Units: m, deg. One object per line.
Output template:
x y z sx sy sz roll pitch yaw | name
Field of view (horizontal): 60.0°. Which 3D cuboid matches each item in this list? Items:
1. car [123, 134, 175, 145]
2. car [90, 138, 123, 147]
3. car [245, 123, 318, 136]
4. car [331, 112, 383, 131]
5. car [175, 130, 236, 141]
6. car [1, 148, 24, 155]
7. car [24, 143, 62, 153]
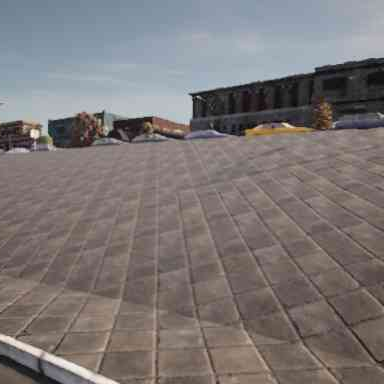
-3.221 -4.273 28.893 4.892 1.521 2.231 2 1 34 | car
-7.765 -4.408 32.024 4.892 1.521 2.231 2 1 35 | car
6.094 -3.962 22.872 5.008 1.535 2.097 2 1 32 | car
10.828 -3.931 20.023 4.553 1.767 2.185 2 1 31 | car
1.403 -4.080 25.833 4.674 1.452 2.002 2 1 33 | car
-21.282 -4.731 41.368 4.674 1.452 2.002 2 1 35 | car
-16.761 -4.777 38.242 4.553 1.767 2.185 2 1 35 | car
